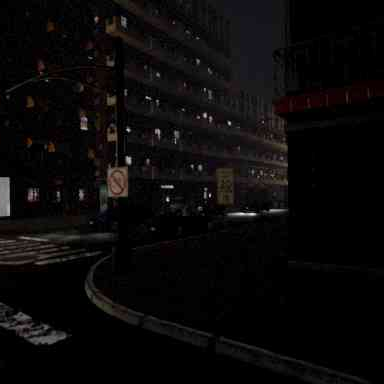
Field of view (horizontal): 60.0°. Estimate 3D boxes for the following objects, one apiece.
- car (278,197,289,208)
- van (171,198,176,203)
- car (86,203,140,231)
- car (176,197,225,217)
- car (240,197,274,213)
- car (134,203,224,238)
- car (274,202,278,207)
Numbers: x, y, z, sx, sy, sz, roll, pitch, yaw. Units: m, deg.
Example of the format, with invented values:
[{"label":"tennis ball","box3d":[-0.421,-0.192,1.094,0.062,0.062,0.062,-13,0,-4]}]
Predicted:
[{"label":"car","box3d":[13.045,1.423,44.834,2.128,1.511,4.902,-1,-1,37]},{"label":"van","box3d":[-0.392,1.364,30.457,1.690,1.788,3.998,-1,-1,36]},{"label":"car","box3d":[-4.250,1.472,20.860,1.882,1.535,5.008,-1,-1,36]},{"label":"car","box3d":[1.102,1.325,28.311,2.097,1.767,4.553,-1,-1,36]},{"label":"car","box3d":[6.952,1.517,36.423,1.994,1.385,4.181,-1,-1,36]},{"label":"car","box3d":[-0.488,1.435,16.812,2.008,1.369,4.403,-1,-1,36]},{"label":"car","box3d":[9.359,1.430,44.030,1.967,1.590,4.097,-1,-1,36]}]
